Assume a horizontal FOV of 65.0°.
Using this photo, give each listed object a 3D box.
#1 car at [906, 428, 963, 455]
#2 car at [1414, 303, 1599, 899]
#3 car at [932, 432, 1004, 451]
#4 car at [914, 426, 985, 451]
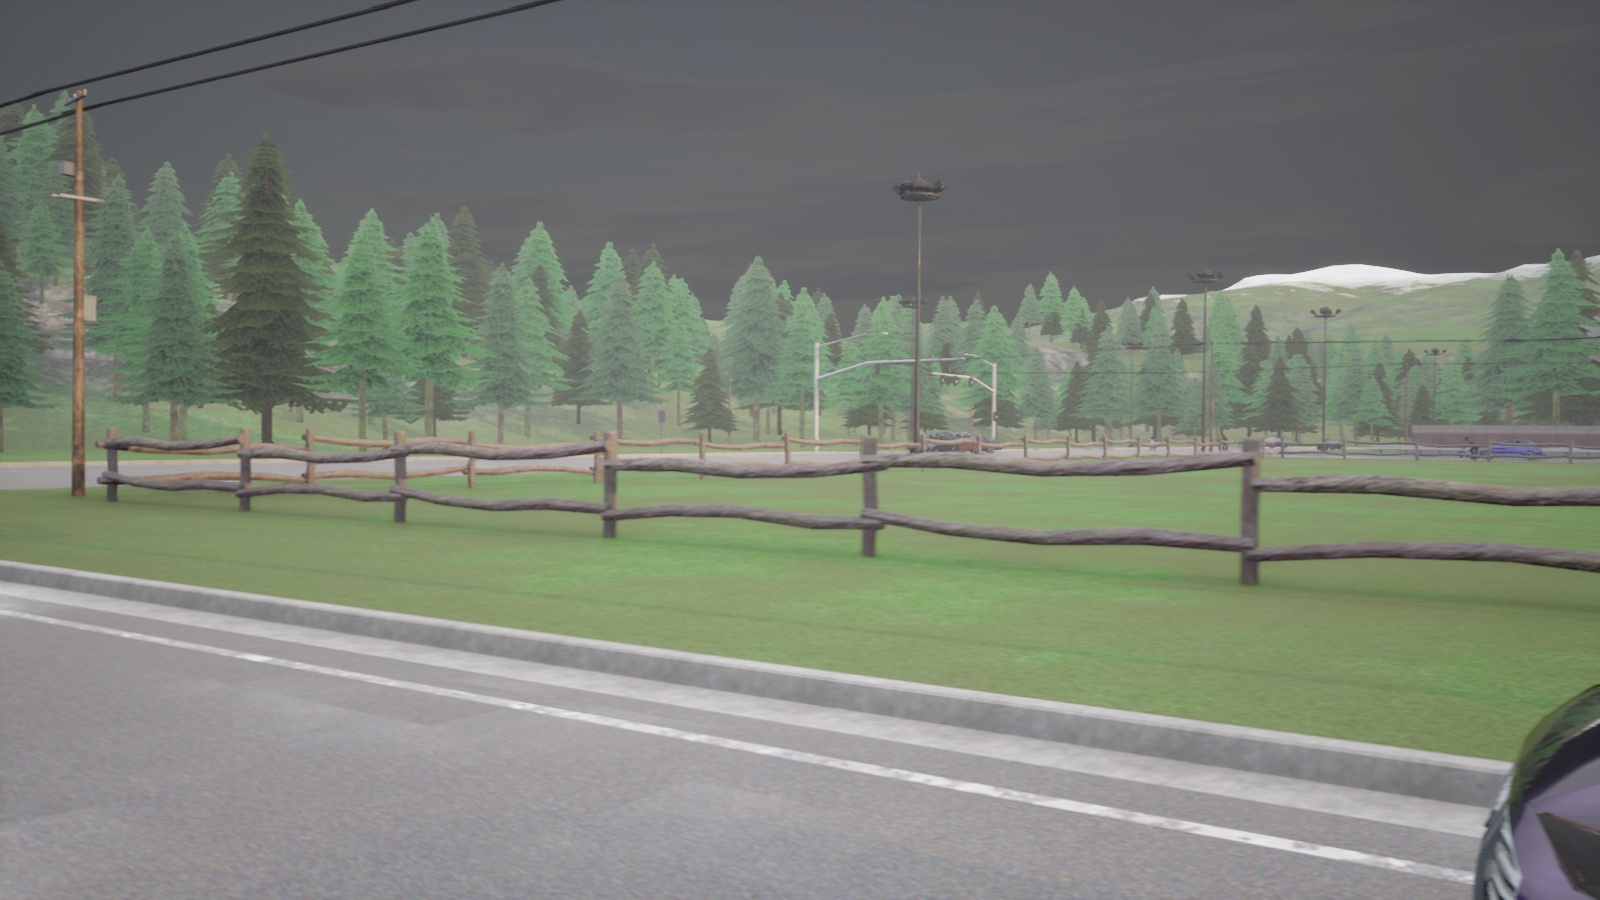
[{"bbox_3d":[8.528,-0.561,79.388,1.851,1.617,3.988,0,1,36],"label":"car"},{"bbox_3d":[3.472,0.614,1.316,4.856,1.649,2.033,0,1,34],"label":"car"},{"bbox_3d":[12.597,-0.648,93.766,5.357,1.411,2.033,-1,1,-35],"label":"car"},{"bbox_3d":[10.445,-0.808,87.307,5.027,1.651,2.152,-1,1,-43],"label":"car"}]
